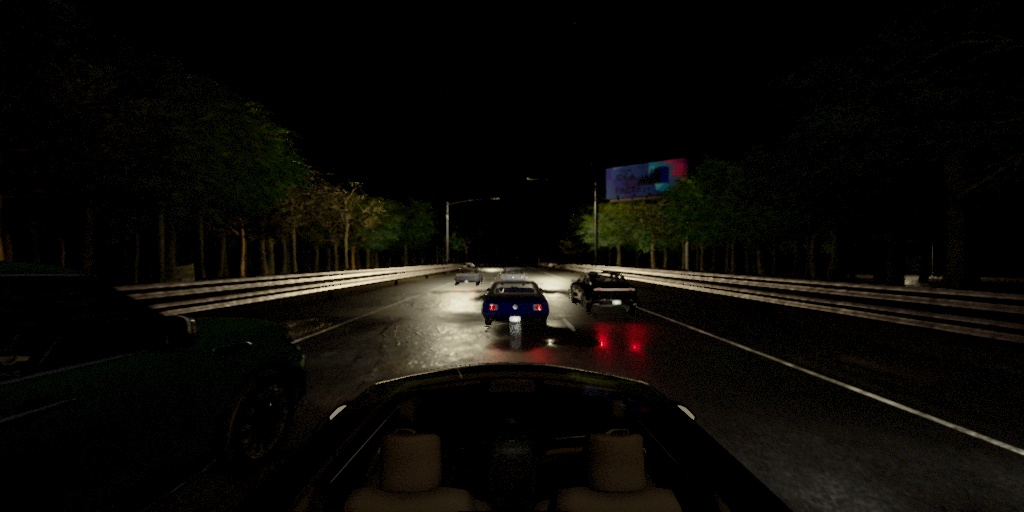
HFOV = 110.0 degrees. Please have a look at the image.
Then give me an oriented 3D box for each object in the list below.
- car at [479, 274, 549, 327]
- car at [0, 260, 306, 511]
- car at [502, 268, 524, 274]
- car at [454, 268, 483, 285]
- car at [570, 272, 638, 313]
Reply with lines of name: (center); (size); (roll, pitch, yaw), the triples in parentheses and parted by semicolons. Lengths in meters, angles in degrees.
car: (0.093, 1.468, 12.079); (1.895, 1.301, 4.718); (0, -1, 0)
car: (-3.399, 0.973, 1.672); (2.150, 2.045, 5.566); (0, 0, 0)
car: (0.080, 1.661, 29.298); (1.895, 1.301, 4.718); (0, -1, 0)
car: (-3.421, 1.661, 29.270); (1.895, 1.301, 4.718); (0, -1, 0)
car: (3.589, 1.390, 14.718); (2.128, 1.511, 4.902); (0, 0, 0)
